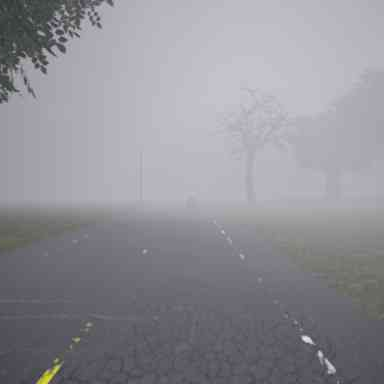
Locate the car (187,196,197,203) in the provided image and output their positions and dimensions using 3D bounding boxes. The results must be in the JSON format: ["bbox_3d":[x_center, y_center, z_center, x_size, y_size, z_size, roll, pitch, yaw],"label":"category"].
[{"bbox_3d":[0.020,1.458,65.698,1.812,1.442,4.674,0,0,0],"label":"car"}]

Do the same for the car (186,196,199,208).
[{"bbox_3d":[0.045,1.492,46.479,2.033,1.411,5.357,0,0,0],"label":"car"}]
